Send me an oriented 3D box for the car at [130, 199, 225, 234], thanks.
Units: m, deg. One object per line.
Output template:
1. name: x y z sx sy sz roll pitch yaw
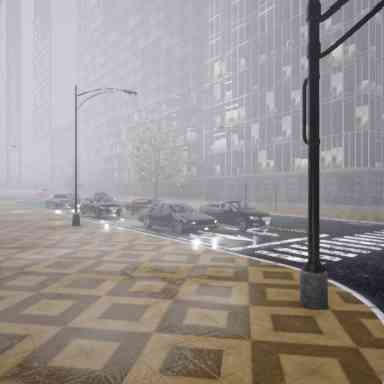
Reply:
1. car: -0.953 1.292 17.700 2.033 1.411 5.357 0 1 -38

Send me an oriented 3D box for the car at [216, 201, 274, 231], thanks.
1. car: 2.330 1.254 18.784 2.128 1.511 4.902 0 1 -38

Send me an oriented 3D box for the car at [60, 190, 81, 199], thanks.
1. car: -22.437 0.404 61.329 2.033 1.411 5.357 0 1 -38

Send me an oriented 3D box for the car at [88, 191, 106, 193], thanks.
1. car: -9.359 0.767 33.701 2.097 1.767 4.553 0 1 -38

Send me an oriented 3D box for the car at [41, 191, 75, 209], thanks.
1. car: -13.359 0.902 33.546 1.812 1.442 4.674 0 1 -38

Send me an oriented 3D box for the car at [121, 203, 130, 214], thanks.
1. car: -3.394 1.194 26.076 1.895 1.301 4.718 0 1 -38

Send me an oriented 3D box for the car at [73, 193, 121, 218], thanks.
1. car: -7.027 1.056 25.442 2.128 1.511 4.902 0 1 -38

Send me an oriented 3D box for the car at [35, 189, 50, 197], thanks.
1. car: -28.449 0.111 63.749 2.097 1.767 4.553 0 1 -38
